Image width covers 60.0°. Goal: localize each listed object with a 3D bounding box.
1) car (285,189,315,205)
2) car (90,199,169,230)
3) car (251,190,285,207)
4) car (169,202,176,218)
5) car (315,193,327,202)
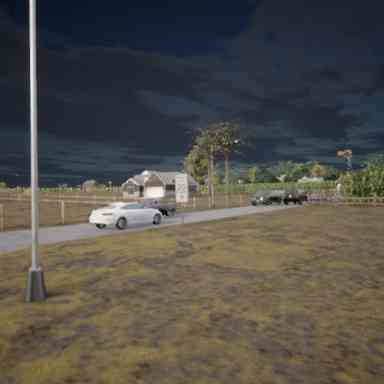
[{"bbox_3d":[14.013,0.655,44.225,2.150,2.045,5.566,-2,0,36],"label":"car"},{"bbox_3d":[-3.664,1.282,19.101,1.812,1.442,4.674,-2,0,35],"label":"car"},{"bbox_3d":[9.620,0.771,42.952,2.150,2.045,5.566,-2,-1,35],"label":"car"},{"bbox_3d":[-3.182,1.275,24.753,2.128,1.511,4.902,-2,-1,35],"label":"car"},{"bbox_3d":[19.906,0.864,52.688,2.033,1.411,5.357,-2,0,35],"label":"car"}]
